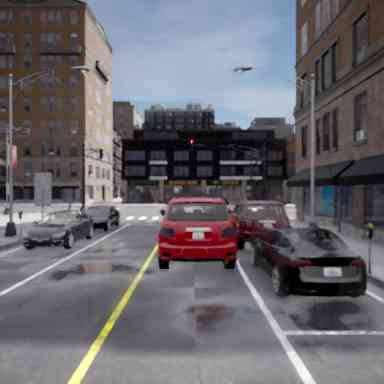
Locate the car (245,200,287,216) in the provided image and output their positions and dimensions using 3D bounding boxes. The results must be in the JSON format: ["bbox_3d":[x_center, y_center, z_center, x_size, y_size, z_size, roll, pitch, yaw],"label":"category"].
[{"bbox_3d":[2.631,1.241,13.965,2.192,1.841,5.009,0,0,0],"label":"car"}]

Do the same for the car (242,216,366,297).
[{"bbox_3d":[2.634,1.522,8.305,1.947,1.339,4.313,0,0,0],"label":"car"}]

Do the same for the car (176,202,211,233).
[{"bbox_3d":[0.081,1.421,19.882,1.812,1.442,4.674,0,0,0],"label":"car"}]

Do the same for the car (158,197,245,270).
[{"bbox_3d":[0.097,1.163,10.949,2.150,2.045,5.566,0,0,-1],"label":"car"}]

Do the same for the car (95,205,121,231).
[{"bbox_3d":[-5.397,1.462,19.624,1.947,1.339,4.313,0,0,0],"label":"car"}]

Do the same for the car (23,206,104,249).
[{"bbox_3d":[-5.394,1.477,13.962,2.008,1.369,4.403,0,0,0],"label":"car"}]
